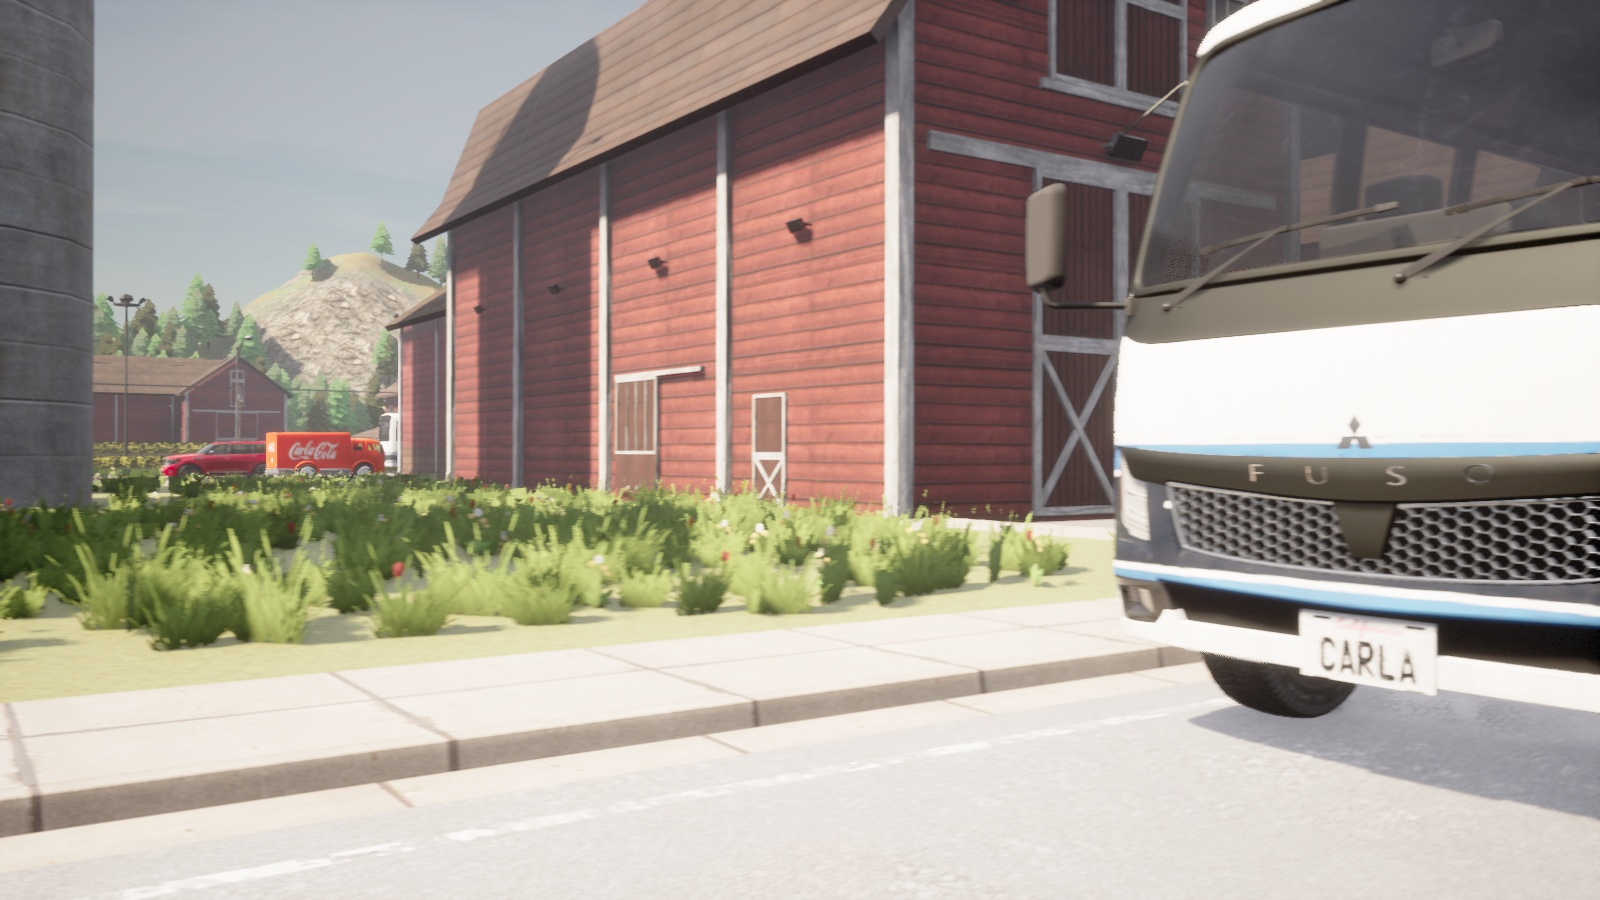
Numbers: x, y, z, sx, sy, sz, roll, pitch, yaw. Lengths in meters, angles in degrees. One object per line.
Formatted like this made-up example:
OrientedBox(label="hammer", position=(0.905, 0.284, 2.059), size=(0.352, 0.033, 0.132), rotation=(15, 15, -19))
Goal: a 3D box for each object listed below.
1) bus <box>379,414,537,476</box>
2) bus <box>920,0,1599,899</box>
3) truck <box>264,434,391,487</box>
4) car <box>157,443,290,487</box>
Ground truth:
OrientedBox(label="bus", position=(-24.538, -0.331, 90.480), size=(10.273, 4.253, 3.944), rotation=(0, 0, -35))
OrientedBox(label="bus", position=(5.970, -0.623, 7.818), size=(10.273, 4.253, 3.944), rotation=(0, 0, -35))
OrientedBox(label="truck", position=(-22.658, 0.480, 60.273), size=(5.204, 2.467, 2.627), rotation=(0, 0, -35))
OrientedBox(label="car", position=(-27.905, 0.699, 60.887), size=(5.566, 2.045, 2.150), rotation=(0, 0, -35))
